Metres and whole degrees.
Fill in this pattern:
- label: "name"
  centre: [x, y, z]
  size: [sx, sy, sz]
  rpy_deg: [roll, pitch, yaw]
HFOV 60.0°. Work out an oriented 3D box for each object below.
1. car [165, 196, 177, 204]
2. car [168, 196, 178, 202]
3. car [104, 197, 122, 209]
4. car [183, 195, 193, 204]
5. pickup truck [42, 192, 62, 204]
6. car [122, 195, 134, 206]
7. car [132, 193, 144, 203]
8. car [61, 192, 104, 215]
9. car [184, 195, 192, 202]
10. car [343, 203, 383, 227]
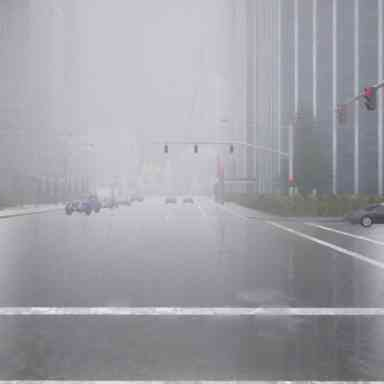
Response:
- label: "car"
  centre: [-4.163, 1.601, 65.041]
  size: [1.895, 1.301, 4.718]
  rpy_deg: [0, 0, 0]
- label: "car"
  centre: [-4.350, 1.540, 75.301]
  size: [2.033, 1.411, 5.357]
  rpy_deg: [0, 0, 0]
- label: "car"
  centre: [-11.174, 1.491, 44.317]
  size: [2.128, 1.511, 4.902]
  rpy_deg: [0, 0, 0]
- label: "car"
  centre: [-0.766, 1.526, 65.381]
  size: [1.812, 1.442, 4.674]
  rpy_deg: [0, 0, 0]
- label: "pickup truck"
  centre: [-24.342, 1.059, 60.073]
  size: [2.390, 2.098, 6.274]
  rpy_deg: [0, 0, 30]
- label: "car"
  centre: [-11.247, 1.526, 54.365]
  size: [1.812, 1.442, 4.674]
  rpy_deg: [0, 0, 0]
- label: "car"
  centre: [-11.292, 1.134, 68.317]
  size: [2.150, 2.045, 5.566]
  rpy_deg: [0, 0, 0]
- label: "car"
  centre: [-11.101, 1.221, 34.272]
  size: [2.150, 2.045, 5.566]
  rpy_deg: [0, 0, 0]
- label: "car"
  centre: [-0.854, 1.387, 75.632]
  size: [1.882, 1.535, 5.008]
  rpy_deg: [0, 0, 0]
- label: "car"
  centre: [12.626, 1.505, 22.122]
  size: [4.892, 1.490, 1.837]
  rpy_deg: [0, 0, 0]
